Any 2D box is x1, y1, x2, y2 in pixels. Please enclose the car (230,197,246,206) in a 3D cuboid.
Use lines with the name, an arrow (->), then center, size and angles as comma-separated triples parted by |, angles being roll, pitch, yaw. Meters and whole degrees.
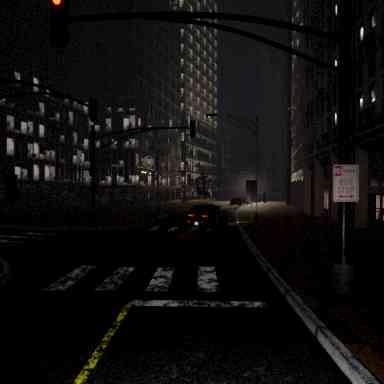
car -> 7.726, 1.691, 57.765 | 1.837, 1.490, 4.892 | 0, 0, 14

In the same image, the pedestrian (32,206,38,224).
pedestrian -> -9.371, 1.345, 19.865 | 0.500, 1.100, 0.500 | 0, 0, 17

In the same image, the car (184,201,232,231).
car -> 0.982, 1.523, 21.071 | 1.837, 1.490, 4.892 | 3, 1, 18

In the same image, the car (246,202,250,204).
car -> 10.913, 1.865, 68.975 | 1.895, 1.301, 4.718 | 0, 0, 18
